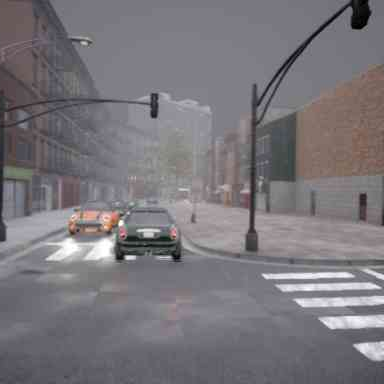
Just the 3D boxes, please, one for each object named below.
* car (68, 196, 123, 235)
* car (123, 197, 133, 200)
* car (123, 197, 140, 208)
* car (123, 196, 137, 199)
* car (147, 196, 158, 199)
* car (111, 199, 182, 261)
[{"bbox_3d":[-5.215,1.262,18.196,2.097,1.767,4.553,1,0,-7],"label":"car"},{"bbox_3d":[-6.307,1.445,27.603,2.033,1.411,5.357,1,0,-7],"label":"car"},{"bbox_3d":[-8.631,1.429,48.152,2.033,1.411,5.357,1,0,-6],"label":"car"},{"bbox_3d":[-7.455,1.240,37.655,2.097,1.767,4.553,1,0,-6],"label":"car"},{"bbox_3d":[-7.177,1.493,59.927,1.994,1.385,4.181,1,0,-7],"label":"car"},{"bbox_3d":[-1.567,1.326,12.290,2.097,1.767,4.553,1,0,-7],"label":"car"}]
